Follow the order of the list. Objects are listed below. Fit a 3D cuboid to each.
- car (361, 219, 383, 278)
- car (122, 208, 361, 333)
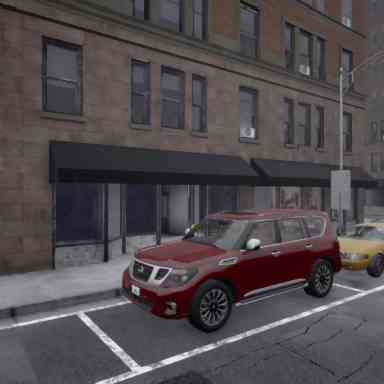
[{"bbox_3d":[5.597,1.525,10.185,4.829,1.417,1.752,0,0,-35],"label":"car"},{"bbox_3d":[1.112,1.315,6.990,5.009,1.841,2.192,0,0,-35],"label":"car"}]
